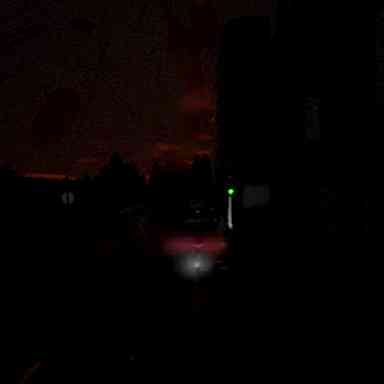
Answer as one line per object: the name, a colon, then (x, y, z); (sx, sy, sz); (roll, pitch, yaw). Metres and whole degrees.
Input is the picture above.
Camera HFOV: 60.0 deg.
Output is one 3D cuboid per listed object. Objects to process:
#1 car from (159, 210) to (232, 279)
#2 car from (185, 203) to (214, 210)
car: (0.094, 1.512, 10.159); (2.128, 1.511, 4.902); (0, -1, 0)
car: (0.493, 1.563, 25.021); (1.837, 1.490, 4.892); (0, 0, 5)
